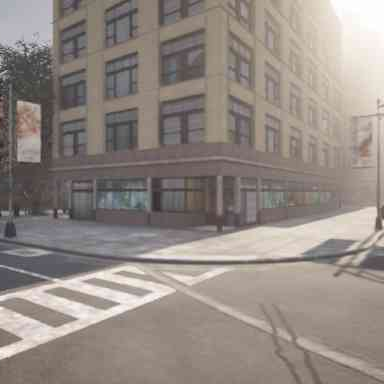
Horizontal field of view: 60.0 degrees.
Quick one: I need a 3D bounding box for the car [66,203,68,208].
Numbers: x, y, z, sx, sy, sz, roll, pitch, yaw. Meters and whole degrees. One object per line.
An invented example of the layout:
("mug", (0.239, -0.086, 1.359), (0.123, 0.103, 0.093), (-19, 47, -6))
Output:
("car", (-14.963, 1.377, 45.886), (2.097, 1.767, 4.553), (0, 0, 35))
